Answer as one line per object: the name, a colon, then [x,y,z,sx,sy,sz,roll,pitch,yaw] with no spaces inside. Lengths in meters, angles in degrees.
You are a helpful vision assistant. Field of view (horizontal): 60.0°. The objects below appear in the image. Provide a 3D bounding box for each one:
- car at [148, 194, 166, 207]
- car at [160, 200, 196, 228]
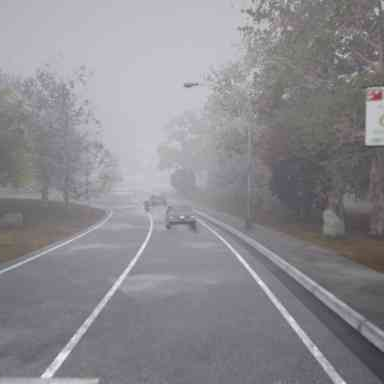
car: [-4.233,0.928,40.109,2.128,1.511,4.902,-1,3,-14]
car: [-0.851,1.498,21.819,2.033,1.411,5.357,-1,0,-6]
